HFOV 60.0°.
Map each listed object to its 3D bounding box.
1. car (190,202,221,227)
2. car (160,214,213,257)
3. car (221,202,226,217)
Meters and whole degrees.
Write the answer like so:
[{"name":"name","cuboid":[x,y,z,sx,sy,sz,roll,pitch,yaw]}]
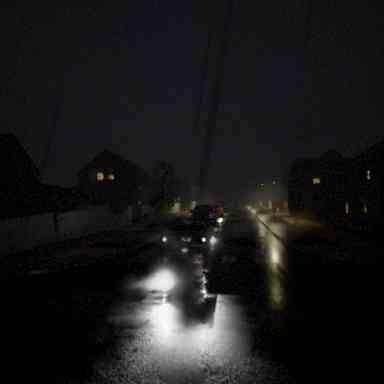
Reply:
[{"name":"car","cuboid":[0.956,1.777,26.565,2.097,1.767,4.553,0,-1,7]},{"name":"car","cuboid":[-0.236,1.843,14.295,1.895,1.301,4.718,0,-1,1]},{"name":"car","cuboid":[2.694,2.109,39.700,1.882,1.535,5.008,0,-1,8]}]
